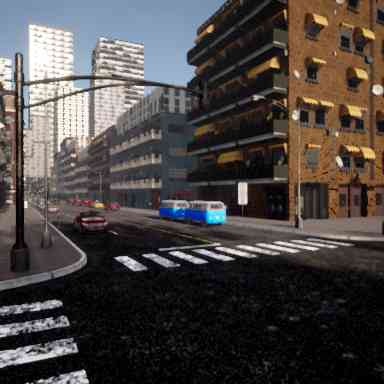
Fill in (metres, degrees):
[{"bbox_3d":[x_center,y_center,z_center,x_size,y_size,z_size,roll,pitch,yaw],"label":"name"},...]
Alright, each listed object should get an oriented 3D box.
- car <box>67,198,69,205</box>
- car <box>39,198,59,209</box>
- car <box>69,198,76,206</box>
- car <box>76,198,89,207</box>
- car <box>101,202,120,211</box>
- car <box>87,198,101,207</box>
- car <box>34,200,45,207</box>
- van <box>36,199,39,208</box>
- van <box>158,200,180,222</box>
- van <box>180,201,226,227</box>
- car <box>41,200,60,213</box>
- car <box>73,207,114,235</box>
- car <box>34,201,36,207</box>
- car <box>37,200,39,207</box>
[{"bbox_3d":[-32.557,2.486,89.650,2.192,1.841,5.009,-1,0,-27],"label":"car"},{"bbox_3d":[-21.953,2.148,51.015,1.967,1.590,4.097,-1,0,-27],"label":"car"},{"bbox_3d":[-27.407,2.342,79.701,2.192,1.841,5.009,-1,0,-27],"label":"car"},{"bbox_3d":[-22.256,2.199,69.752,2.192,1.841,5.009,-1,0,-27],"label":"car"},{"bbox_3d":[-11.949,2.180,49.853,1.802,1.307,4.206,-1,0,-27],"label":"car"},{"bbox_3d":[-17.179,2.268,59.953,1.752,1.417,4.829,-1,0,-27],"label":"car"},{"bbox_3d":[-34.863,2.616,75.869,2.008,1.369,4.403,-1,0,-27],"label":"car"},{"bbox_3d":[-27.106,2.192,60.964,1.690,1.788,3.998,-1,0,-27],"label":"van"},{"bbox_3d":[-1.653,1.654,29.955,1.690,1.788,3.998,-1,0,-27],"label":"van"},{"bbox_3d":[0.922,1.582,24.979,1.690,1.788,3.998,-1,0,-27],"label":"van"},{"bbox_3d":[-19.375,2.218,46.040,1.802,1.307,4.206,-1,0,-27],"label":"car"},{"bbox_3d":[-6.499,1.861,21.167,1.802,1.307,4.206,-1,0,-27],"label":"car"},{"bbox_3d":[-32.277,2.309,70.903,2.192,1.841,5.009,-1,0,-27],"label":"car"},{"bbox_3d":[-24.526,2.330,55.989,2.008,1.369,4.403,-1,0,-27],"label":"car"}]
